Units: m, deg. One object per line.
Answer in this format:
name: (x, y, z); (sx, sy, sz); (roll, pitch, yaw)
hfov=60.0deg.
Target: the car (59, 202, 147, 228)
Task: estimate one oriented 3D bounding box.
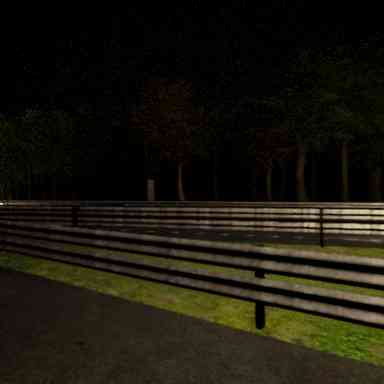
car: (-5.388, 1.334, 19.958); (5.357, 1.411, 2.033); (0, 0, 21)
